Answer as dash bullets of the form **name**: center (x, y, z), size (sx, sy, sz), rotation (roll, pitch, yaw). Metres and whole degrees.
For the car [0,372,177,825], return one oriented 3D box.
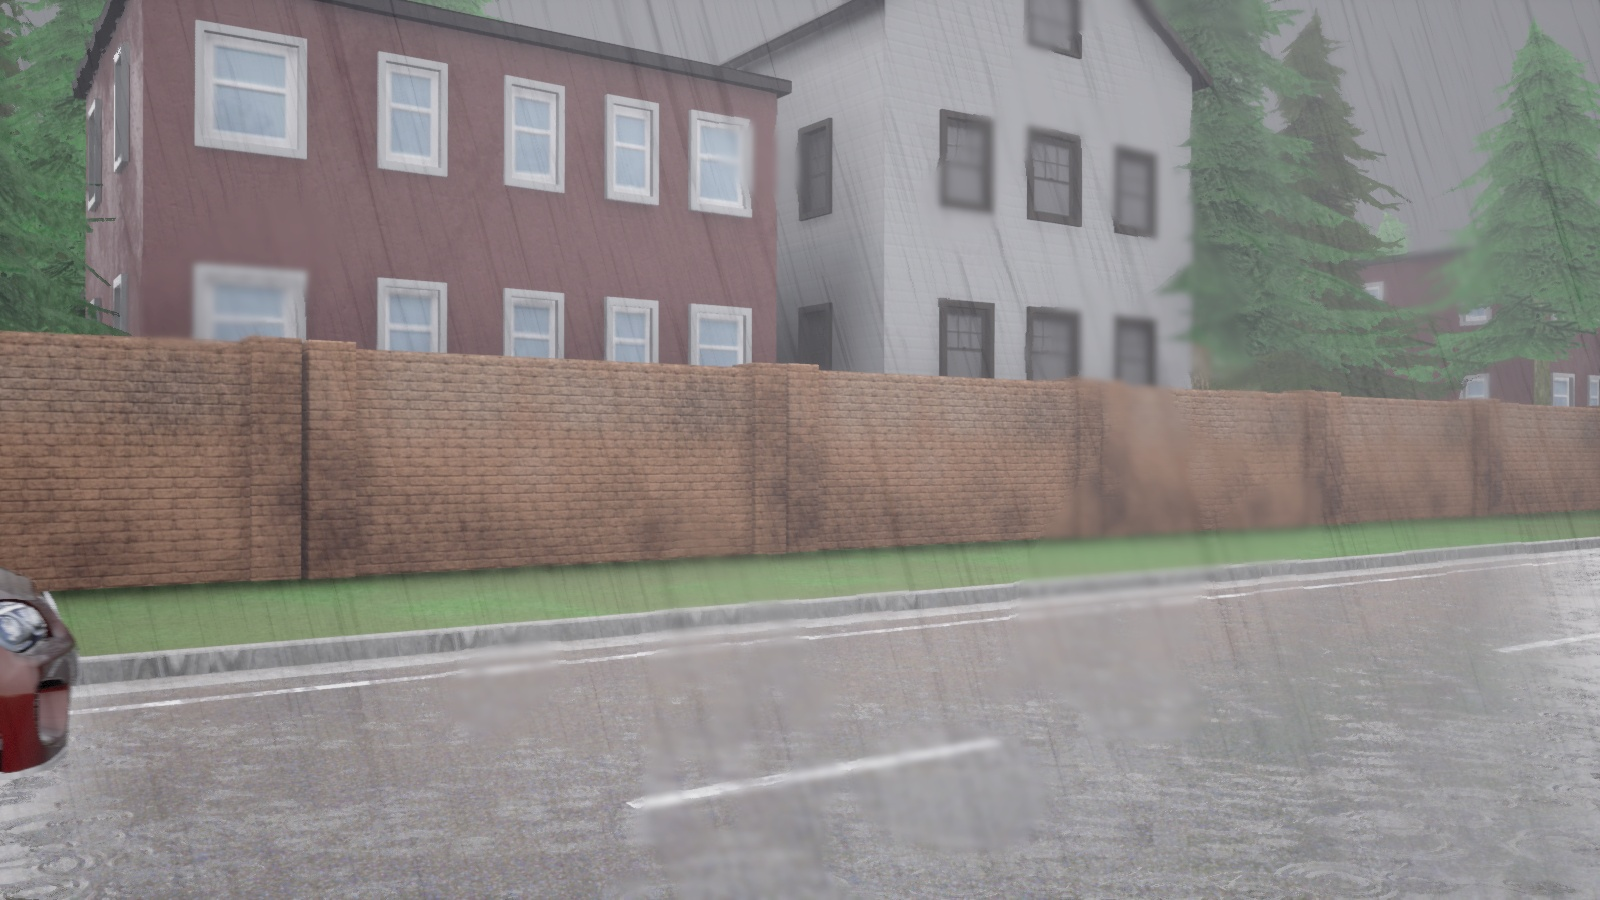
- **car**: center (-5.116, 0.545, 4.362), size (5.027, 1.651, 2.152), rotation (0, 0, -35)
